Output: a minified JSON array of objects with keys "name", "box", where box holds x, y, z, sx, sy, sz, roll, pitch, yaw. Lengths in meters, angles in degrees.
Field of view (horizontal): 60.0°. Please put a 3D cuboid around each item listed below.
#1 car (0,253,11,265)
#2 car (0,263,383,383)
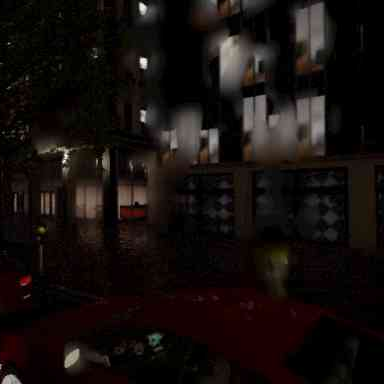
[{"name":"car","box":[-4.556,1.571,6.134,4.206,1.307,1.802,0,-1,36]},{"name":"car","box":[0.062,1.543,2.839,4.507,1.381,1.887,0,-1,36]}]
